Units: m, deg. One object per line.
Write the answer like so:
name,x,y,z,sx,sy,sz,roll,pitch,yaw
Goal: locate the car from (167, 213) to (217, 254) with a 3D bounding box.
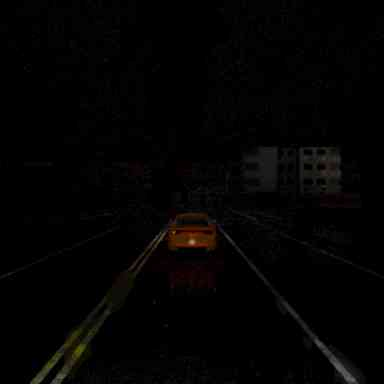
car,0.028,1.632,14.203,1.882,1.535,5.008,0,0,1
